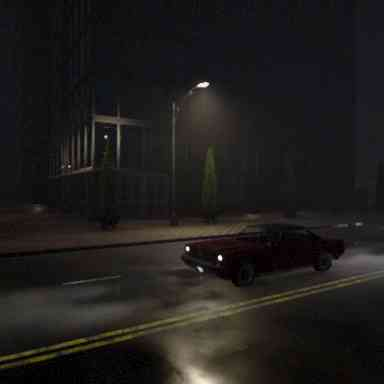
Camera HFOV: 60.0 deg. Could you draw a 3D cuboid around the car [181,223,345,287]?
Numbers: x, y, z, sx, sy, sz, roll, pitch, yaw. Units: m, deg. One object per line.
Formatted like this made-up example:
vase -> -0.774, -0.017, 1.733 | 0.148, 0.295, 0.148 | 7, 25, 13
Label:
car -> 2.087, 1.590, 9.355 | 4.718, 1.301, 1.895 | 0, 0, -32
